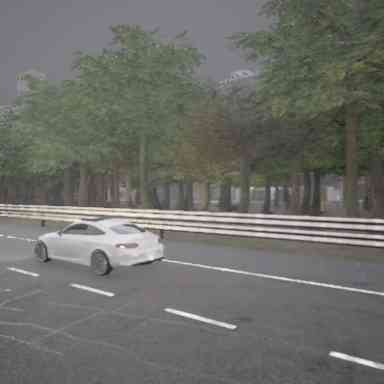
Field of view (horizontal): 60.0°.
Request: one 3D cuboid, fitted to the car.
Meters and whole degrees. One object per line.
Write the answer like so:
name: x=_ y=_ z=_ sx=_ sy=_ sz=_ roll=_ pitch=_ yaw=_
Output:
car: x=-2.975 y=1.538 z=10.301 sx=4.674 sy=1.442 sz=1.812 roll=0 pitch=0 yaw=36
